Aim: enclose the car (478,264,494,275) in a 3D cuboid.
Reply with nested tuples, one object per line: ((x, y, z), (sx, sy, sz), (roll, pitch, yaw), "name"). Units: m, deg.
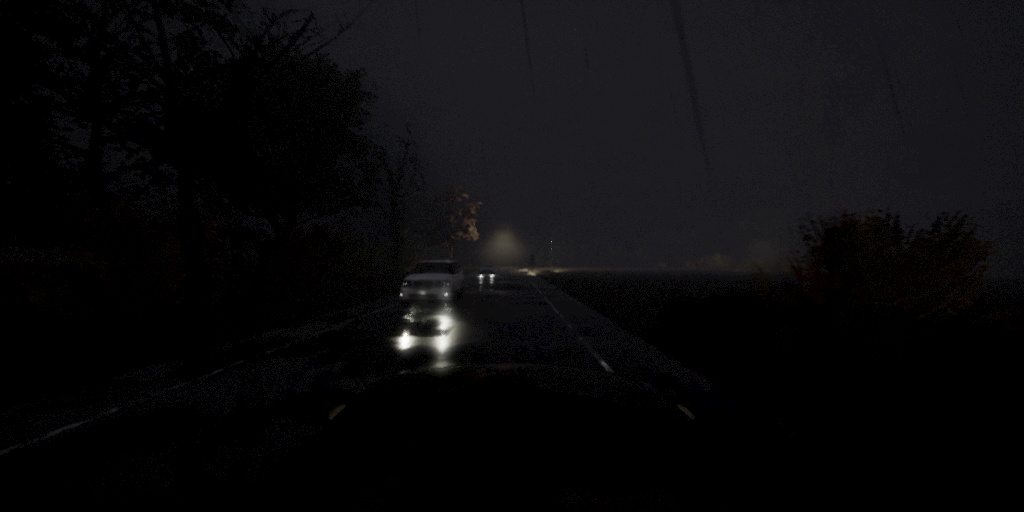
((-3.566, 1.880, 51.221), (1.812, 1.442, 4.674), (0, -1, 0), "car")

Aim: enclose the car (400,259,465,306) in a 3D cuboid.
((-3.596, 1.165, 17.239), (2.150, 2.045, 5.566), (0, -1, 0), "car")
